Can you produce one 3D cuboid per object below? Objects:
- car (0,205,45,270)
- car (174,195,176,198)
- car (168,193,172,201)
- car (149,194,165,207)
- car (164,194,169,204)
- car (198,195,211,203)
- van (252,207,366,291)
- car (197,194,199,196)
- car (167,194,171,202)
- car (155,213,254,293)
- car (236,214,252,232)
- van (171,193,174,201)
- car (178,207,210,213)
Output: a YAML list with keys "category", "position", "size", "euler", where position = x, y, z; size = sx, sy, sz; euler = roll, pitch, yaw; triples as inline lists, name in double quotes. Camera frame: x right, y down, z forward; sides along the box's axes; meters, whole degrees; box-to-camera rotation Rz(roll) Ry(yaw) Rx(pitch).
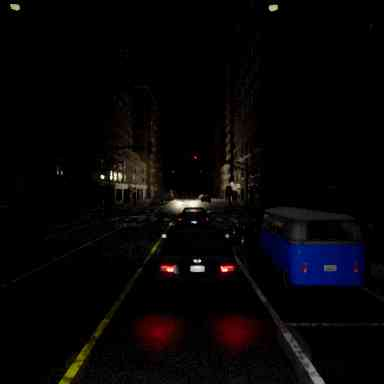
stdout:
- category: "car"
  position: [-5.667, 1.313, 8.688]
  size: [2.192, 1.841, 5.009]
  euler: [0, 0, 0]
- category: "car"
  position: [-5.644, 1.516, 79.631]
  size: [2.008, 1.369, 4.403]
  euler: [0, 0, 0]
- category: "car"
  position: [-5.647, 1.509, 68.730]
  size: [1.887, 1.381, 4.507]
  euler: [0, 0, 0]
- category: "car"
  position: [-5.653, 1.493, 52.207]
  size: [1.752, 1.417, 4.829]
  euler: [0, 0, 0]
- category: "car"
  position: [-5.651, 1.516, 57.828]
  size: [2.008, 1.369, 4.403]
  euler: [0, 0, 0]
- category: "car"
  position: [2.877, 1.404, 68.763]
  size: [1.967, 1.590, 4.097]
  euler: [0, 0, 0]
- category: "van"
  position: [2.858, 1.339, 8.726]
  size: [1.690, 1.788, 3.998]
  euler: [0, 0, 0]
- category: "car"
  position: [2.881, 1.516, 79.660]
  size: [2.008, 1.369, 4.403]
  euler: [0, 0, 0]
- category: "car"
  position: [-5.649, 1.509, 63.279]
  size: [1.887, 1.381, 4.507]
  euler: [0, 0, 0]
- category: "car"
  position: [0.104, 1.546, 8.997]
  size: [2.033, 1.411, 5.357]
  euler: [0, 0, 0]
- category: "car"
  position: [2.860, 1.562, 14.386]
  size: [1.947, 1.339, 4.313]
  euler: [0, 0, 0]
- category: "van"
  position: [-5.646, 1.305, 74.180]
  size: [1.690, 1.788, 3.998]
  euler: [0, 0, 0]
- category: "car"
  position: [0.107, 1.557, 19.317]
  size: [1.994, 1.385, 4.181]
  euler: [0, 0, 0]
